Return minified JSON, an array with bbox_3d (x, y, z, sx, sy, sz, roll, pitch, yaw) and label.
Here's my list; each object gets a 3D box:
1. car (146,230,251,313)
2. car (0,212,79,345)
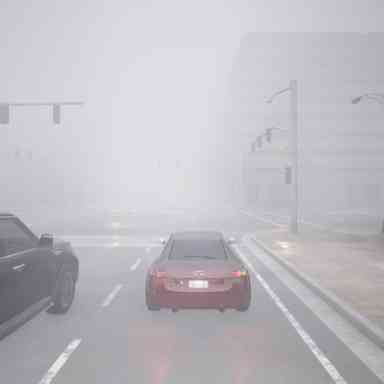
[{"bbox_3d":[0.115,1.564,7.761,1.994,1.385,4.181,0,0,0],"label":"car"},{"bbox_3d":[-3.395,1.221,4.436,2.150,2.045,5.566,0,0,1],"label":"car"}]
